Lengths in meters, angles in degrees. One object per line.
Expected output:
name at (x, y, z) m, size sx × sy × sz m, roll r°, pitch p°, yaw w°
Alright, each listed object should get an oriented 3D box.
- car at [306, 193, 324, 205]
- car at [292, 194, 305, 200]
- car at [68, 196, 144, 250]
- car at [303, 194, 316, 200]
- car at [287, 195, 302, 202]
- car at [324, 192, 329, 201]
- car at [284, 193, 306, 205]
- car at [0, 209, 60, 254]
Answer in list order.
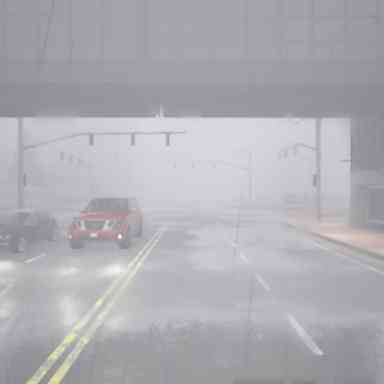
car at (19.530, 1.099, 54.653) m, size 1.905 × 1.878 × 3.866 m, roll 0°, pitch 0°, yaw 0°
car at (27.900, 1.303, 87.249) m, size 1.970 × 1.475 × 3.806 m, roll 0°, pitch 0°, yaw 0°
car at (-3.520, 1.210, 14.702) m, size 2.150 × 2.045 × 5.566 m, roll 0°, pitch 0°, yaw 0°
car at (30.796, 1.272, 87.258) m, size 1.784 × 1.438 × 3.905 m, roll 0°, pitch 0°, yaw 0°
car at (22.180, 1.319, 72.129) m, size 1.970 × 1.475 × 3.806 m, roll 0°, pitch 0°, yaw 0°
car at (33.479, 1.061, 87.316) m, size 1.932 × 1.855 × 4.605 m, roll 0°, pitch 0°, yaw 0°
car at (16.636, 1.096, 54.698) m, size 1.932 × 1.855 × 4.605 m, roll 0°, pitch 0°, yaw 0°
car at (-7.031, 1.492, 13.491) m, size 1.837 × 1.490 × 4.892 m, roll 0°, pitch 0°, yaw 0°
